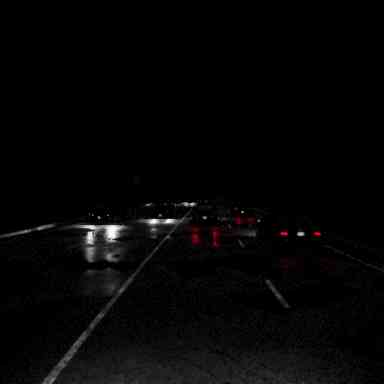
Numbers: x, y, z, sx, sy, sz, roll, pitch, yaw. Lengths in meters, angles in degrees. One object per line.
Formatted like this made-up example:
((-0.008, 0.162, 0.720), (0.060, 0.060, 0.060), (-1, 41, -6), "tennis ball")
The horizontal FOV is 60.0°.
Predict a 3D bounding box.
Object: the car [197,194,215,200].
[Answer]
((1.784, 1.234, 42.587), (2.150, 2.045, 5.566), (0, 0, 3), "car")

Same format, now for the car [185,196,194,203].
((-0.531, 1.537, 70.372), (2.128, 1.511, 4.902), (0, 0, 3), "car")

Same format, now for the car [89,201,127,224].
((-6.230, 1.502, 25.111), (1.837, 1.490, 4.892), (0, 0, 3), "car")

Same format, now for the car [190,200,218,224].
((0.957, 1.533, 24.590), (1.812, 1.442, 4.674), (0, 0, 3), "car")

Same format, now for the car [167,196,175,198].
((-4.228, 1.515, 66.405), (2.128, 1.511, 4.902), (0, 0, 3), "car")

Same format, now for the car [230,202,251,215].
((4.878, 1.616, 33.694), (1.895, 1.301, 4.718), (0, 0, 3), "car")

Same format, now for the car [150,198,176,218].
((-2.498, 1.552, 30.058), (2.033, 1.411, 5.357), (0, 0, 3), "car")

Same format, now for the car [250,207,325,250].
((4.005, 1.557, 14.410), (2.033, 1.411, 5.357), (0, 0, 2), "car")
